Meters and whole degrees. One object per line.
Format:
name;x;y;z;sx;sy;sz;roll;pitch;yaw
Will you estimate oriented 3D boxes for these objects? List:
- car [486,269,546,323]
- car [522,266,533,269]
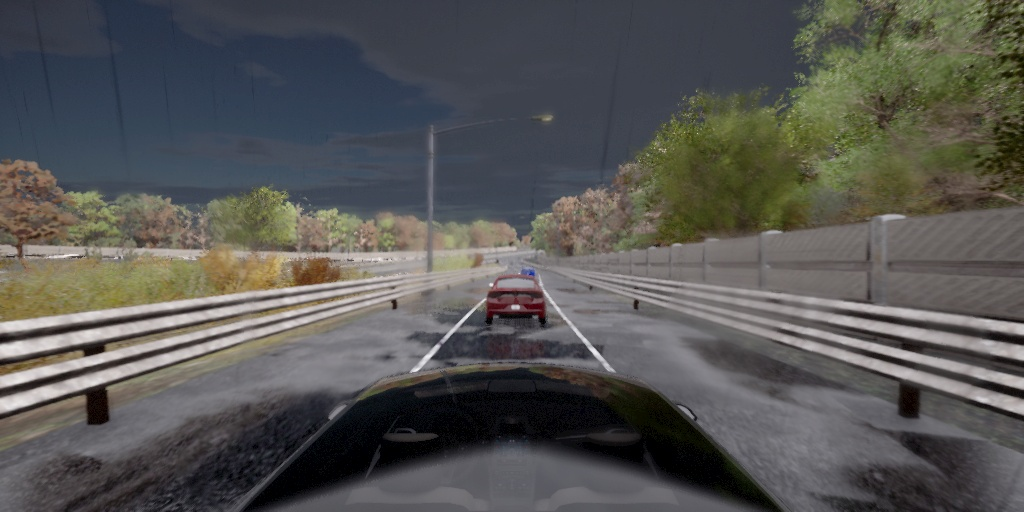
car;0.159;1.405;12.968;1.882;1.535;5.008;0;-1;1
car;2.247;2.202;50.415;1.882;1.535;5.008;0;-1;4
